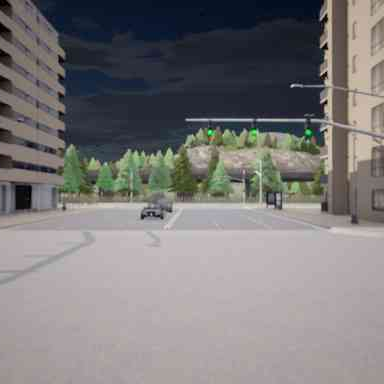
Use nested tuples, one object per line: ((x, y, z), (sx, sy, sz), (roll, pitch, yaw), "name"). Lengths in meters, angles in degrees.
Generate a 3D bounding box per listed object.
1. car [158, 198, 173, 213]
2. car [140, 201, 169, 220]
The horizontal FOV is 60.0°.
((-3.469, 1.625, 40.857), (2.097, 1.767, 4.553), (0, 0, -1), "car")
((-3.508, 1.769, 30.590), (1.994, 1.385, 4.181), (0, 0, 0), "car")
